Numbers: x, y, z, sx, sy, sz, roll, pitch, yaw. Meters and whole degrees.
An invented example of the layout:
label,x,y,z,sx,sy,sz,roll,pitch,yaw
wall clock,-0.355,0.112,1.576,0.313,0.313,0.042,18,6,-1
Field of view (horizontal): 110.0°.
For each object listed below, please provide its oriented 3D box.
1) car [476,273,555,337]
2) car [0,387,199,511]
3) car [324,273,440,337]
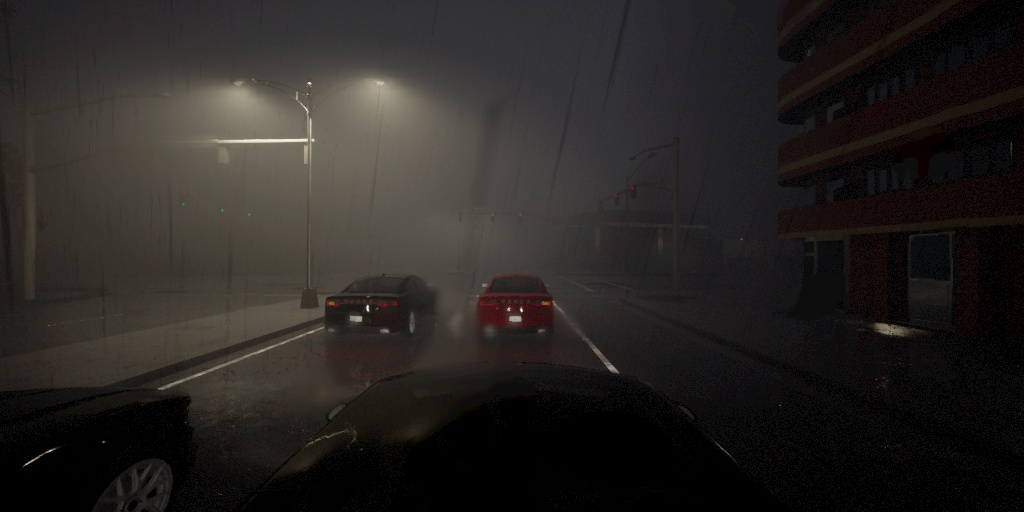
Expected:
label,x,y,z,sx,sy,sz,roll,pitch,yaw
car,0.109,1.228,10.341,1.882,1.535,5.008,0,0,1
car,-3.408,1.228,0.753,1.882,1.535,5.008,0,0,0
car,-3.396,1.228,10.327,1.882,1.535,5.008,0,0,0
